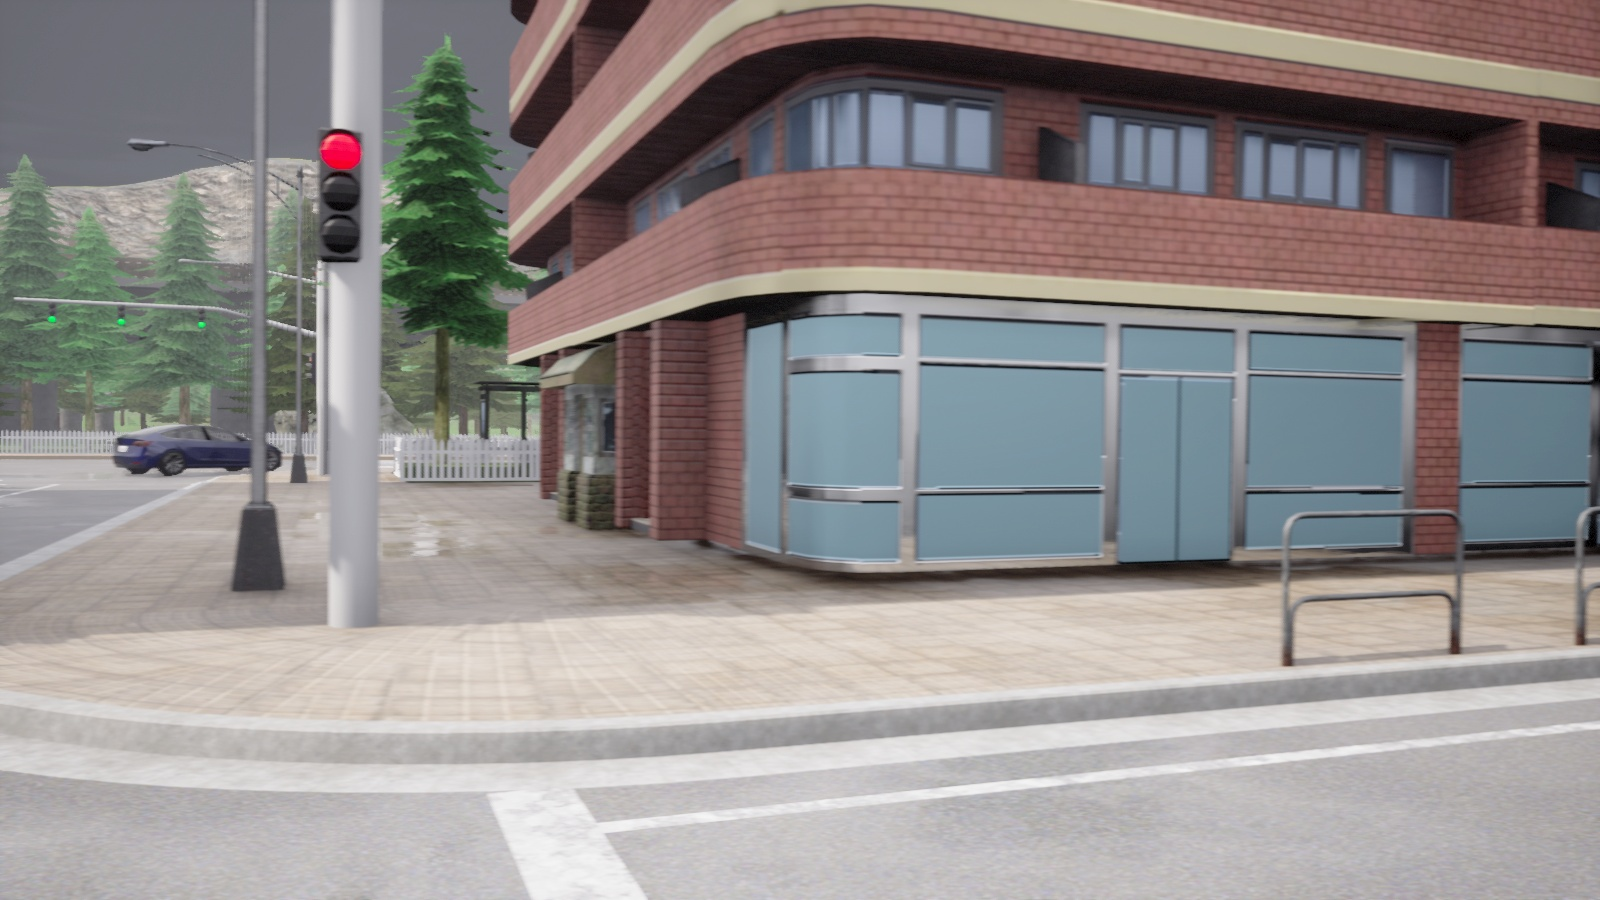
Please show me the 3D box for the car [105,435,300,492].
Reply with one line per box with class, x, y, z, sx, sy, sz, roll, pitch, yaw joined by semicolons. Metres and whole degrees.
car;-17.789;0.357;37.620;2.163;1.488;4.792;0;1;34
